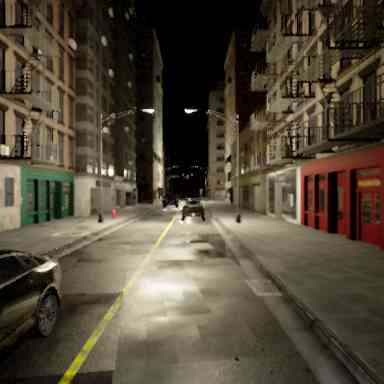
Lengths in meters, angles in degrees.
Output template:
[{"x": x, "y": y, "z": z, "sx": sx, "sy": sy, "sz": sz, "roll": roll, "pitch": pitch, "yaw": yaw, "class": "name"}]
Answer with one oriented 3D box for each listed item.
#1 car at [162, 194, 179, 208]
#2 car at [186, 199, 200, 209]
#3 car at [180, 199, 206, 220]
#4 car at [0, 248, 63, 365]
[{"x": -3.054, "y": 1.239, "z": 48.545, "sx": 2.150, "sy": 2.045, "sz": 5.566, "roll": 0, "pitch": 0, "yaw": 0, "class": "car"}, {"x": 0.108, "y": 1.612, "z": 45.653, "sx": 1.895, "sy": 1.301, "sz": 4.718, "roll": 0, "pitch": 0, "yaw": 0, "class": "car"}, {"x": 0.106, "y": 1.499, "z": 27.989, "sx": 1.837, "sy": 1.490, "sz": 4.892, "roll": 0, "pitch": 0, "yaw": 0, "class": "car"}, {"x": -3.100, "y": 1.487, "z": 3.725, "sx": 2.128, "sy": 1.511, "sz": 4.902, "roll": 0, "pitch": 0, "yaw": 0, "class": "car"}]
